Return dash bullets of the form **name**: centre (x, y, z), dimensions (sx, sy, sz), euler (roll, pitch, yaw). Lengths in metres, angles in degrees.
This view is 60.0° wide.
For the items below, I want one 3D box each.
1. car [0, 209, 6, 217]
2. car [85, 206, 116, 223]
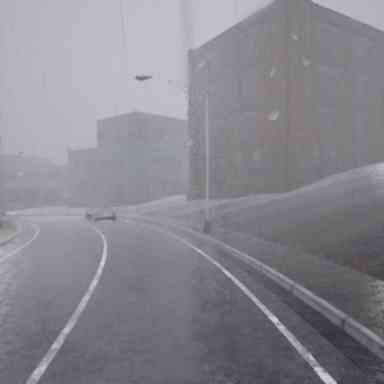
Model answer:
- **car**: centre (-31.531, 3.397, 52.748), dimensions (4.902, 1.511, 2.128), euler (-5, 0, 31)
- **car**: centre (-8.265, 1.959, 29.870), dimensions (1.994, 1.385, 4.181), euler (-2, -1, -29)
